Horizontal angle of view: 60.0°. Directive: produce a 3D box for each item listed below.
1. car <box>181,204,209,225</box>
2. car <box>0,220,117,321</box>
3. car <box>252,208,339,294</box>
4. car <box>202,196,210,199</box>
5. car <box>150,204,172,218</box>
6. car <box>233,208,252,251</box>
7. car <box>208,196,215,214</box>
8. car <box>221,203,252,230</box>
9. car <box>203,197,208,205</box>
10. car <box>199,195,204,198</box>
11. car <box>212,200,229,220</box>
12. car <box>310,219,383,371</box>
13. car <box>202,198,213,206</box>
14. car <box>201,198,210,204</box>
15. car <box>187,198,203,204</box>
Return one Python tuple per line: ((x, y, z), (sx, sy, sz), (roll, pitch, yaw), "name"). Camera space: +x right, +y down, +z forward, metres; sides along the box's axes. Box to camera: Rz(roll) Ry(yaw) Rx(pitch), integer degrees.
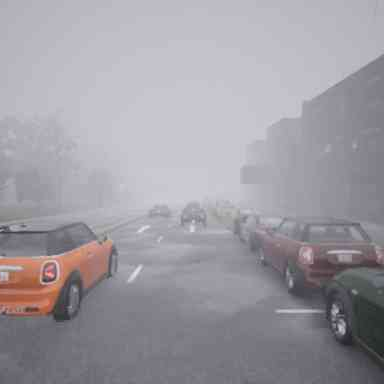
((0.110, 1.829, 25.972), (1.895, 1.301, 4.718), (0, 0, 0), "car")
((-3.147, 1.420, 7.588), (2.097, 1.767, 4.553), (0, 0, 0), "car")
((3.229, 1.435, 9.156), (2.185, 1.767, 4.553), (0, 0, 0), "car")
((3.234, 1.994, 58.781), (2.231, 1.521, 4.892), (0, 0, 0), "car")
((-3.138, 1.859, 33.756), (1.994, 1.385, 4.181), (0, -1, 0), "car")
((3.232, 1.648, 14.583), (2.002, 1.452, 4.674), (0, -1, 0), "car")
((3.241, 1.675, 36.656), (2.185, 1.767, 4.553), (0, 0, 0), "car")
((3.233, 1.657, 20.104), (2.231, 1.521, 4.892), (0, 0, 0), "car")
((3.234, 1.946, 53.255), (2.231, 1.521, 4.892), (0, 0, 0), "car")
((3.229, 1.791, 64.467), (2.435, 2.045, 5.566), (0, -1, 0), "car")
((3.236, 1.751, 31.346), (1.946, 1.575, 5.366), (0, -1, 0), "car")
((3.227, 1.387, 3.631), (2.185, 1.767, 4.553), (0, -1, 0), "car")
((3.226, 2.089, 70.147), (1.946, 1.575, 5.366), (0, -1, 0), "car")
((3.221, 2.185, 81.197), (1.946, 1.575, 5.366), (0, 0, 0), "car")
((0.113, 1.873, 42.141), (1.837, 1.490, 4.892), (0, -1, 0), "car")
